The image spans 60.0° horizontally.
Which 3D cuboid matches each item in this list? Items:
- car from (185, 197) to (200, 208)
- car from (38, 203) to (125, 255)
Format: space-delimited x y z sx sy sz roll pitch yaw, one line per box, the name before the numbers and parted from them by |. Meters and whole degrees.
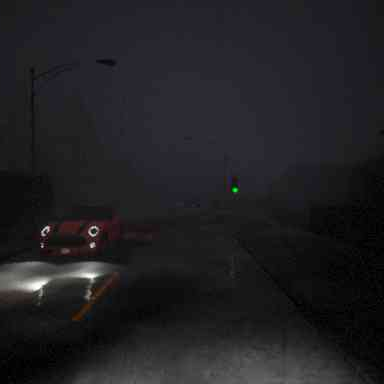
car | 0.091 1.309 42.763 1.895 1.301 4.718 0 0 0
car | -4.003 1.264 12.750 2.097 1.767 4.553 0 0 0
